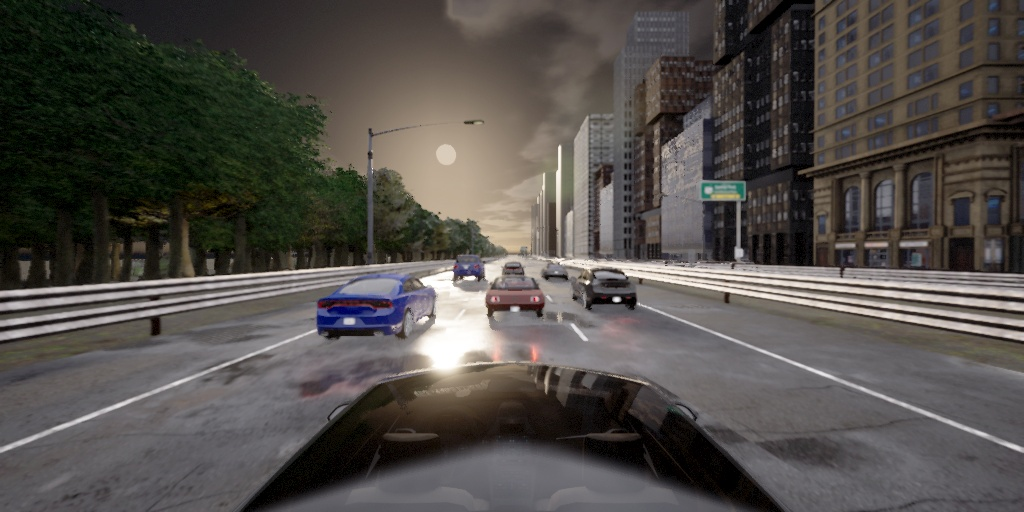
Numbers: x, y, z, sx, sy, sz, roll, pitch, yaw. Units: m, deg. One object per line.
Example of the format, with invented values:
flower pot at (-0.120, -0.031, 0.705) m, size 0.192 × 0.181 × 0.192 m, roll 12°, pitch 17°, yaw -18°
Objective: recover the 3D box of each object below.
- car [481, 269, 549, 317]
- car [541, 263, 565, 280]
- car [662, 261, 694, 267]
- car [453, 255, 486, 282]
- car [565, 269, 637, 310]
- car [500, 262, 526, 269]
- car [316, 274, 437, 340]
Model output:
car at (0.095, 1.343, 13.180) m, size 1.895 × 1.301 × 4.718 m, roll 0°, pitch 0°, yaw 0°
car at (3.594, 1.297, 30.889) m, size 1.994 × 1.385 × 4.181 m, roll 0°, pitch 0°, yaw 0°
car at (23.046, 1.375, 50.215) m, size 1.882 × 1.535 × 5.008 m, roll 0°, pitch 0°, yaw -17°
car at (-3.405, 0.956, 29.170) m, size 2.150 × 2.045 × 5.566 m, roll 0°, pitch 0°, yaw 0°
car at (3.595, 1.246, 14.724) m, size 1.837 × 1.490 × 4.892 m, roll 0°, pitch 0°, yaw 0°
car at (0.094, 1.239, 30.193) m, size 1.837 × 1.490 × 4.892 m, roll 0°, pitch 0°, yaw 0°
car at (-3.412, 1.223, 10.013) m, size 1.882 × 1.535 × 5.008 m, roll 0°, pitch 0°, yaw 0°
